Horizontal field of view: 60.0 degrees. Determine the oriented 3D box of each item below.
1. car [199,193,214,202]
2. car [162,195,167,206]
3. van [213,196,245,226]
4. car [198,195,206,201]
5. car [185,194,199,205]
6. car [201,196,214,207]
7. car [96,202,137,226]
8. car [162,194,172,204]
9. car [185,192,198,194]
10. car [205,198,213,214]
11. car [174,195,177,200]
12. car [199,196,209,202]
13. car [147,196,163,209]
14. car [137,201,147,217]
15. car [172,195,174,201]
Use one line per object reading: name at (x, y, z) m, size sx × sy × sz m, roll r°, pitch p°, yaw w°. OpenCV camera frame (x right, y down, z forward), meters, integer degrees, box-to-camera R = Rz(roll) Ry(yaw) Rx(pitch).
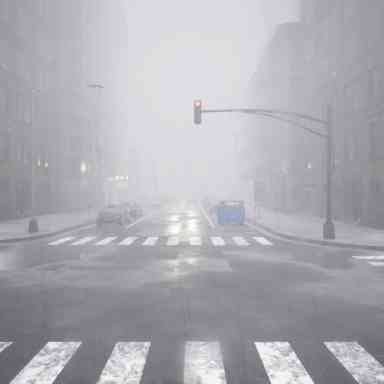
car at (2.629, 1.305, 51.603) m, size 2.192 × 1.841 × 5.009 m, roll 0°, pitch 0°, yaw 0°
car at (-5.397, 1.556, 51.596) m, size 1.947 × 1.339 × 4.313 m, roll 0°, pitch 0°, yaw 0°
van at (2.633, 1.340, 23.197) m, size 1.690 × 1.788 × 3.998 m, roll 0°, pitch 0°, yaw 0°
car at (2.623, 1.531, 85.691) m, size 1.947 × 1.339 × 4.313 m, roll 0°, pitch 0°, yaw 0°
car at (0.093, 1.512, 57.276) m, size 1.812 × 1.442 × 4.674 m, roll 0°, pitch 0°, yaw 0°
car at (2.629, 1.576, 45.922) m, size 1.802 × 1.307 × 4.206 m, roll 0°, pitch 0°, yaw 0°
car at (-5.392, 1.550, 23.187) m, size 2.008 × 1.369 × 4.403 m, roll 0°, pitch 0°, yaw 0°
car at (-5.399, 1.548, 62.960) m, size 1.947 × 1.339 × 4.313 m, roll 0°, pitch 0°, yaw 0°
car at (0.083, 1.331, 67.106) m, size 2.097 × 1.767 × 4.553 m, roll 0°, pitch 0°, yaw -2°
car at (2.631, 1.580, 34.559) m, size 1.802 × 1.307 × 4.206 m, roll 0°, pitch 0°, yaw 0°
car at (-5.401, 1.410, 80.005) m, size 1.967 × 1.590 × 4.097 m, roll 0°, pitch 0°, yaw 0°
car at (2.625, 1.524, 74.328) m, size 2.008 × 1.369 × 4.403 m, roll 0°, pitch 0°, yaw 0°
car at (-5.396, 1.520, 45.744) m, size 1.752 × 1.417 × 4.829 m, roll 0°, pitch 0°, yaw 0°
car at (-5.393, 1.543, 28.868) m, size 1.887 × 1.381 × 4.507 m, roll 0°, pitch 0°, yaw 0°
car at (-5.400, 1.293, 68.641) m, size 2.192 × 1.841 × 5.009 m, roll 0°, pitch 0°, yaw 0°
